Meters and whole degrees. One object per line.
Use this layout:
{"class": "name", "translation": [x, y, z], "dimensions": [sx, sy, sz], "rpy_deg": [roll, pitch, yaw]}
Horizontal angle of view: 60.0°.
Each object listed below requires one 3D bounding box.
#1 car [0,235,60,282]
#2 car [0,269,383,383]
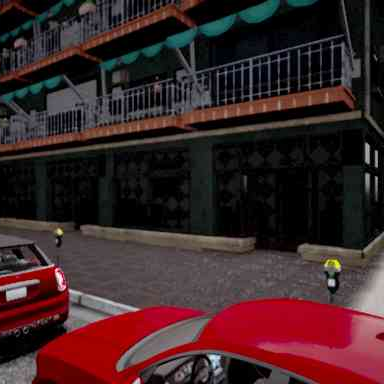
{"class": "car", "translation": [-3.999, 1.431, 5.725], "dimensions": [4.097, 1.590, 1.967], "rpy_deg": [0, 0, 35]}
{"class": "car", "translation": [0.592, 1.544, 2.455], "dimensions": [4.507, 1.381, 1.887], "rpy_deg": [0, 0, 35]}
